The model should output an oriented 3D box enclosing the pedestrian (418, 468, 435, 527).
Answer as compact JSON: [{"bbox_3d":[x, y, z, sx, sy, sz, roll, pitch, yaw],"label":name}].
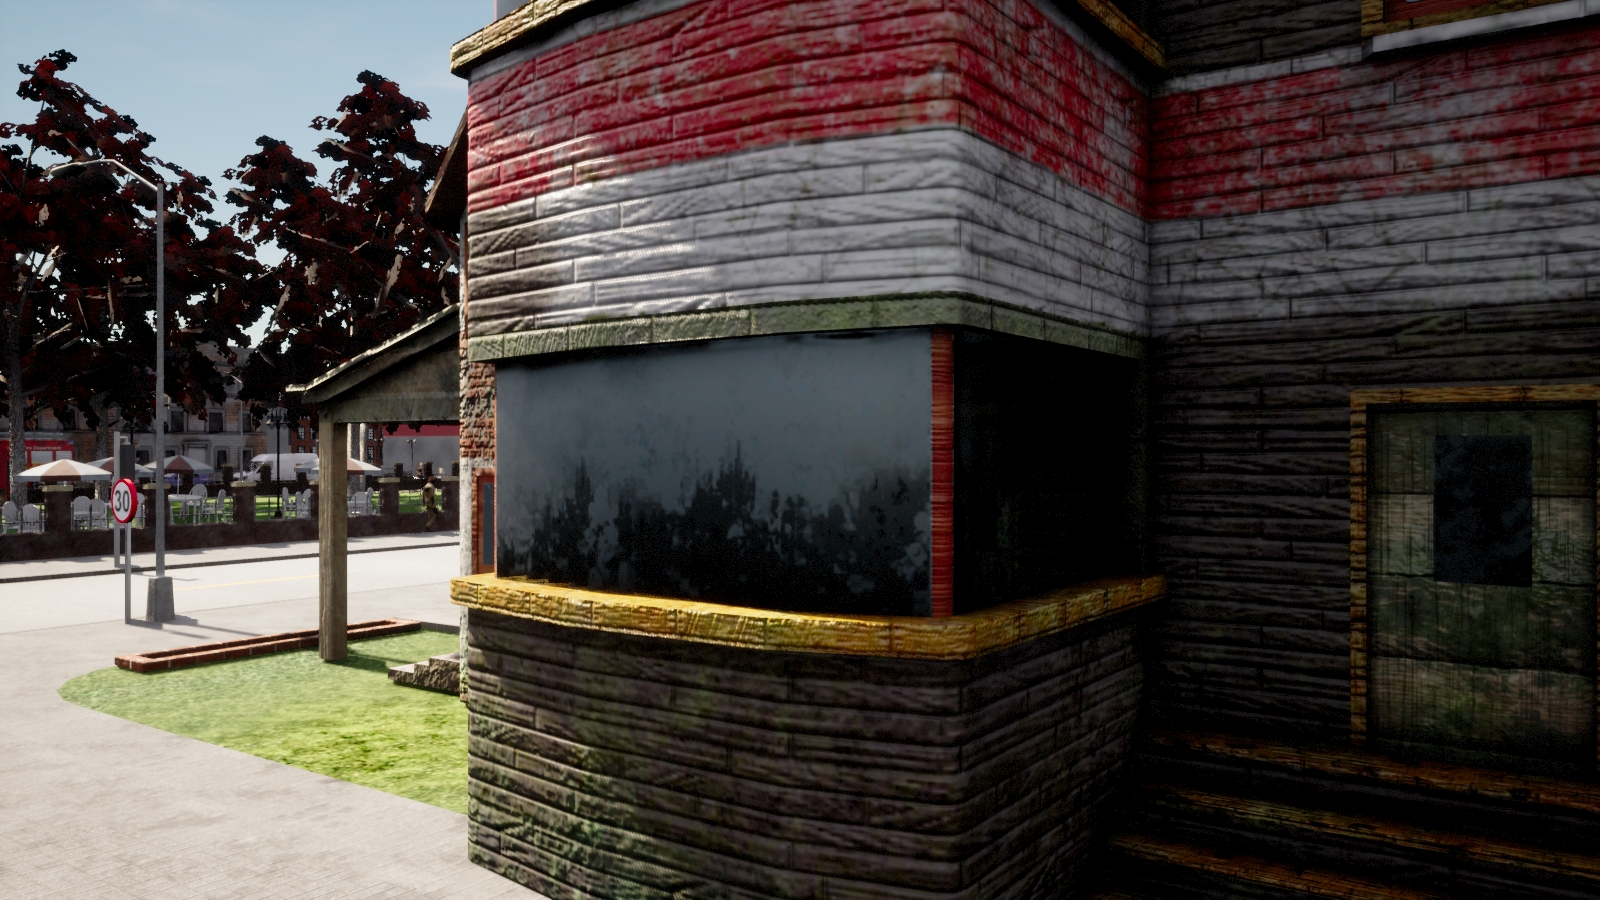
[{"bbox_3d":[-11.956,1.525,36.609,0.375,1.860,0.375,0,0,36],"label":"pedestrian"}]
